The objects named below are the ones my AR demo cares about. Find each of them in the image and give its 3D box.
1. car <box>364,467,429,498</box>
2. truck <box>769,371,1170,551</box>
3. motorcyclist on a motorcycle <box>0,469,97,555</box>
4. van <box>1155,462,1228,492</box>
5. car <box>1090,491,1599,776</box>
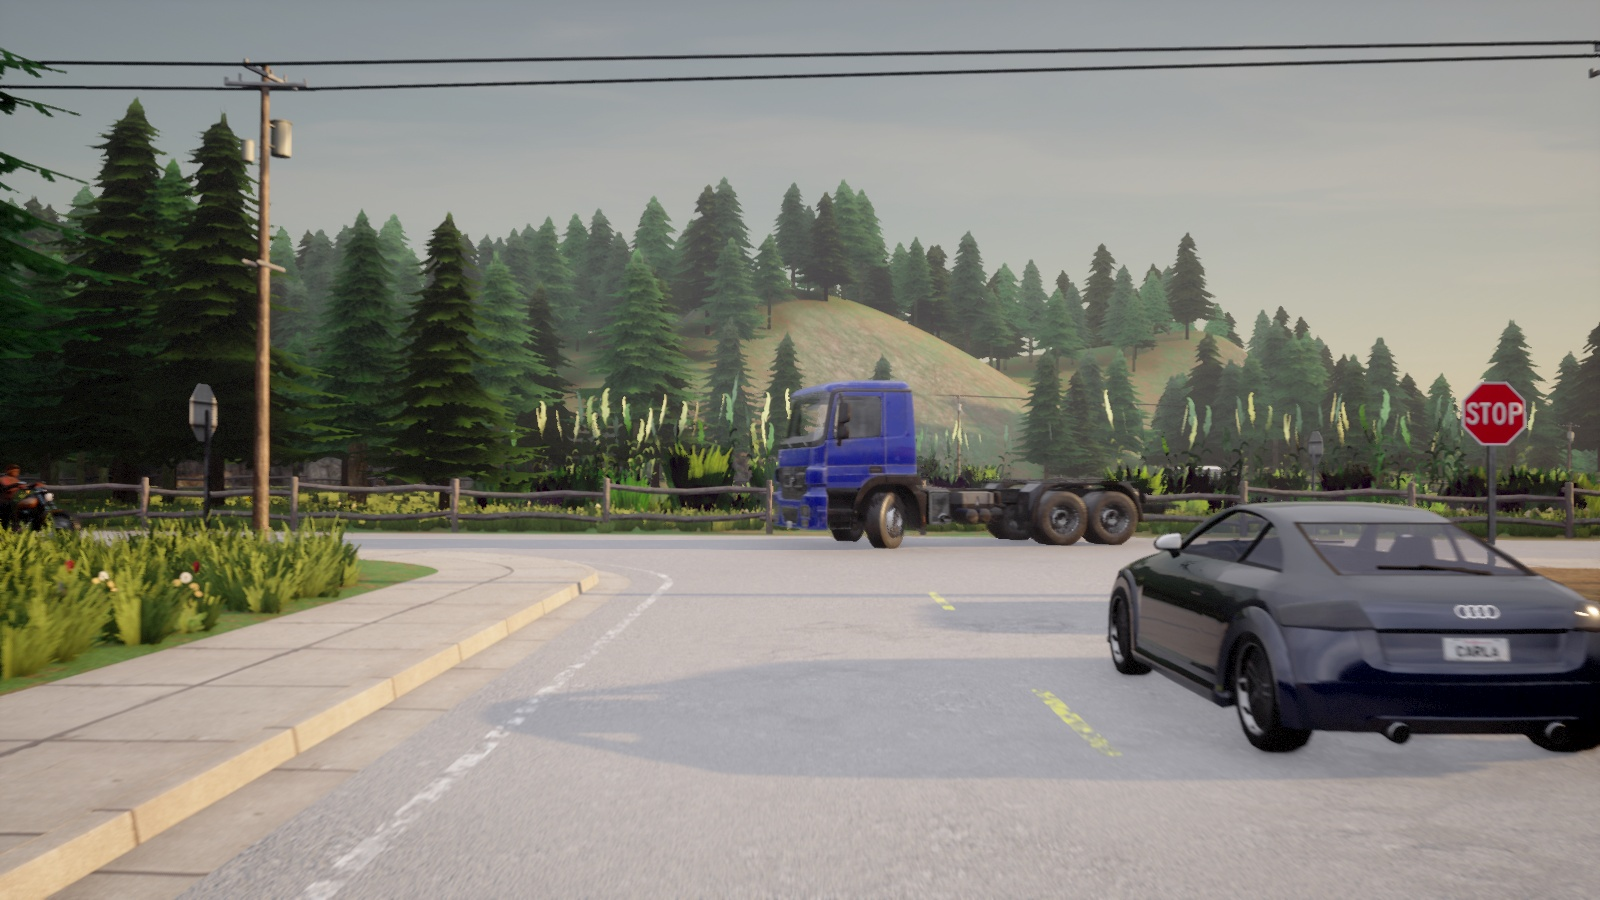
[{"bbox_3d":[-25.594,2.047,79.718,3.866,1.878,1.905,0,-1,-16],"label":"car"},{"bbox_3d":[3.569,0.236,26.750,7.936,3.462,2.891,0,-1,-17],"label":"truck"},{"bbox_3d":[-15.105,1.201,24.511,2.350,1.649,0.766,0,-1,3],"label":"motorcyclist on a motorcycle"},{"bbox_3d":[27.882,1.925,89.539,4.480,2.038,2.069,0,-1,-3],"label":"van"},{"bbox_3d":[3.484,1.008,8.550,1.994,1.385,4.181,0,-1,-1],"label":"car"}]
